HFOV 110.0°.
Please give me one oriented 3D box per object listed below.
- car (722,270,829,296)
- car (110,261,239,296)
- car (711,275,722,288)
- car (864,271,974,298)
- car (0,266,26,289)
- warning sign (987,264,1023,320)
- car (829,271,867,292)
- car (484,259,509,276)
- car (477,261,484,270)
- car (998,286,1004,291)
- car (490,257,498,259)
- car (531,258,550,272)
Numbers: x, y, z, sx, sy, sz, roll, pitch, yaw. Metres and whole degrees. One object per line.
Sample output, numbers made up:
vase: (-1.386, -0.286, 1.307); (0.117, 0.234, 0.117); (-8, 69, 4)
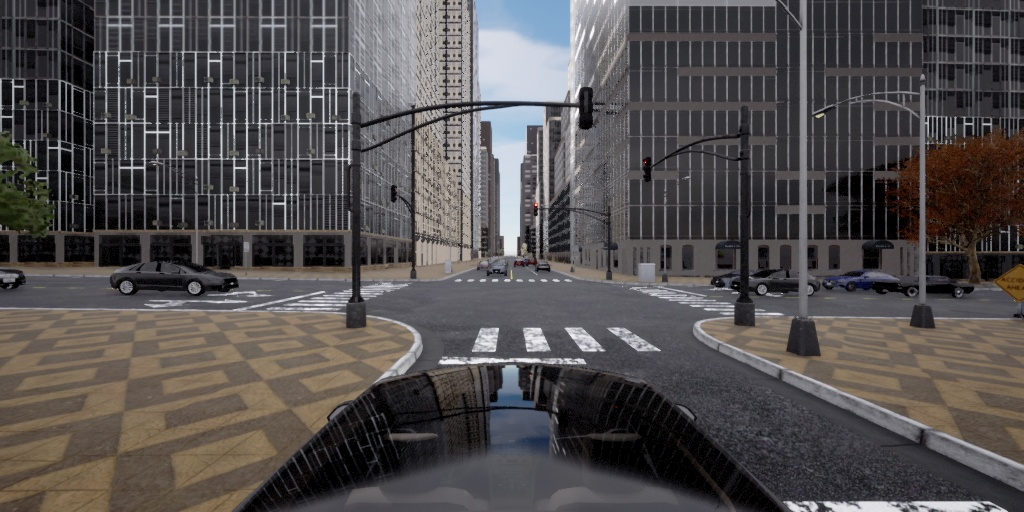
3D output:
car: (15.785, 1.564, 21.590); (4.892, 1.490, 1.837); (1, 0, -4)
car: (-15.516, 0.994, 16.653); (4.892, 1.490, 1.837); (1, 0, -3)
car: (16.155, 1.629, 24.851); (4.181, 1.385, 1.994); (1, 0, -3)
car: (25.029, 1.826, 22.017); (4.718, 1.301, 1.895); (1, 0, -3)
car: (-25.298, 0.802, 16.197); (4.902, 1.511, 2.128); (1, 0, -3)
warning sign: (17.268, 1.204, 12.189); (1.060, 1.860, 1.300); (0, 0, -3)
car: (24.556, 1.741, 25.245); (4.674, 1.442, 1.812); (1, 0, -3)
car: (-1.520, 1.331, 37.047); (1.994, 1.385, 4.181); (0, 0, 0)
car: (-4.059, 1.342, 51.470); (1.802, 1.307, 4.207); (0, 0, 0)
car: (38.871, 1.696, 25.904); (5.566, 2.045, 2.150); (1, 0, -2)
car: (-1.560, 1.268, 45.880); (1.837, 1.490, 4.892); (0, 0, 0)
car: (3.898, 1.329, 45.983); (1.948, 1.339, 4.313); (0, 0, 0)
